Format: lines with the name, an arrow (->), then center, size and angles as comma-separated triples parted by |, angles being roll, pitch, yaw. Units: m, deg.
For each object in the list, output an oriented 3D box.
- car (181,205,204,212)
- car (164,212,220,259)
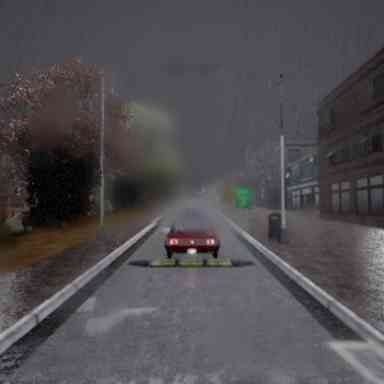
car -> 0.078, 1.733, 28.292 | 1.895, 1.301, 4.718 | 0, 0, 1
car -> 0.031, 1.688, 13.173 | 1.895, 1.301, 4.718 | 0, -1, 1
